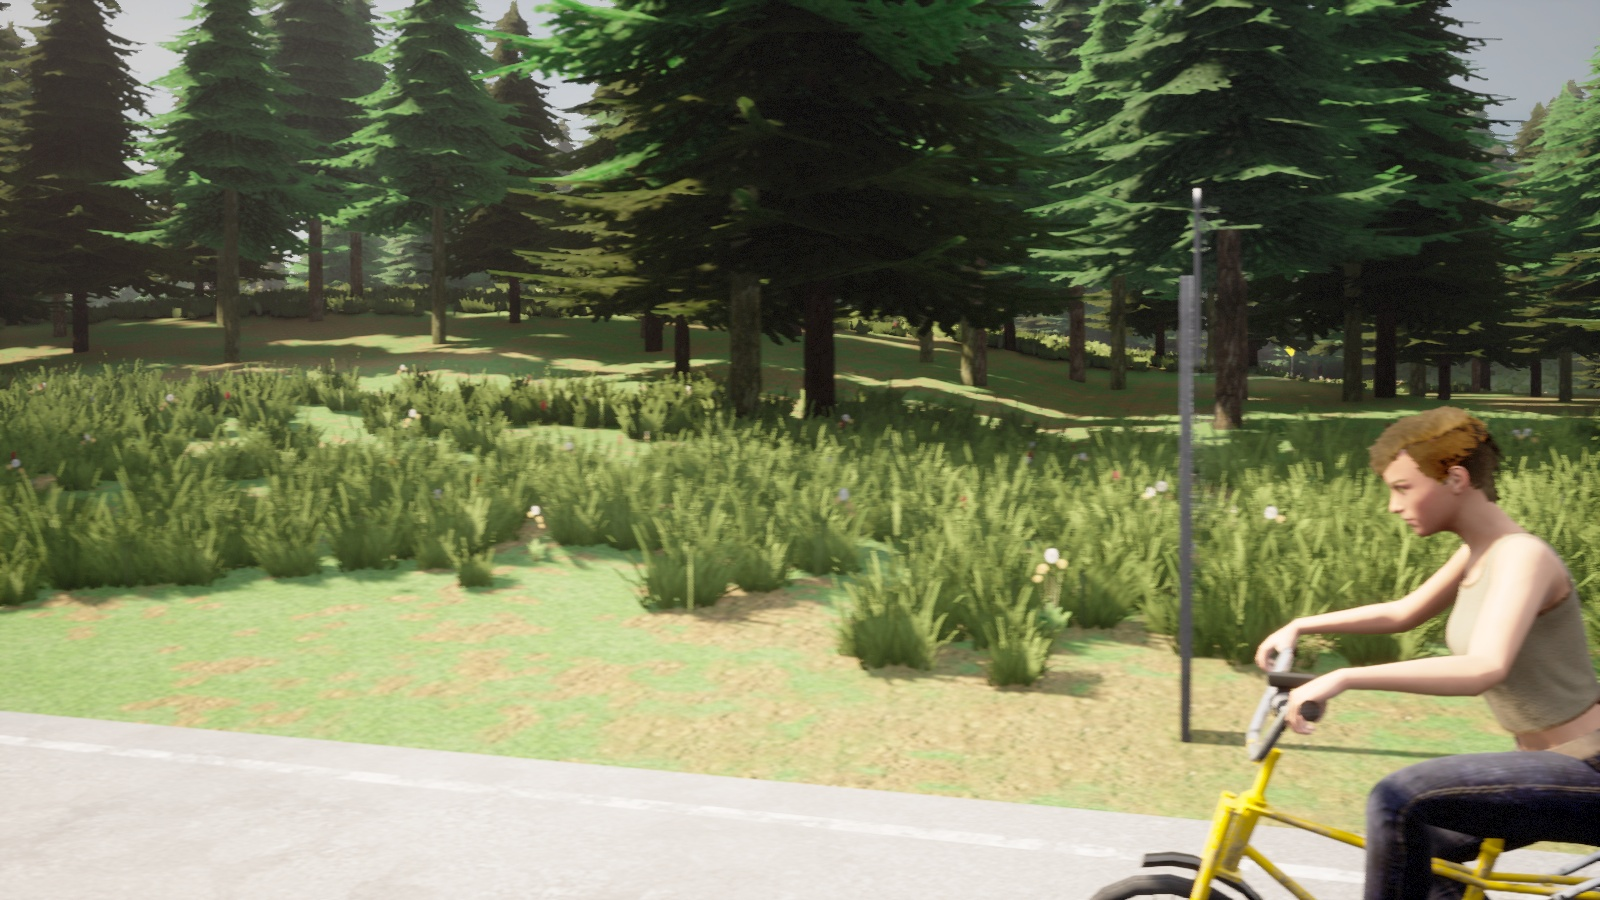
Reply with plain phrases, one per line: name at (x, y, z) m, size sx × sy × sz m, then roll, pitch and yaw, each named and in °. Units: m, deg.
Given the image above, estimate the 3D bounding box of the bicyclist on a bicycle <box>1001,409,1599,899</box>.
bicyclist on a bicycle at (1.269, 0.723, 2.772) m, size 1.509 × 1.612 × 0.866 m, roll 1°, pitch 1°, yaw 18°
